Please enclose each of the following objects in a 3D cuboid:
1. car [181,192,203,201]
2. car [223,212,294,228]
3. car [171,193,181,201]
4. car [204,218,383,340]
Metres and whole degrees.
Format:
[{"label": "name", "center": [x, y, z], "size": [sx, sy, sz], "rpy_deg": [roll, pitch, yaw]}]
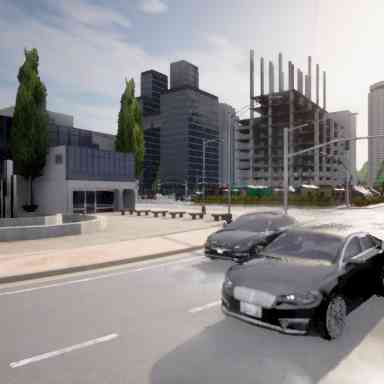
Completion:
[{"label": "car", "center": [-0.055, 1.395, 74.938], "size": [1.970, 1.475, 3.806], "rpy_deg": [0, 0, 37]}, {"label": "car", "center": [2.382, 1.505, 11.685], "size": [1.837, 1.490, 4.892], "rpy_deg": [0, 0, 40]}, {"label": "car", "center": [-2.353, 1.156, 76.699], "size": [1.905, 1.878, 3.866], "rpy_deg": [0, 0, 37]}, {"label": "car", "center": [2.575, 1.491, 6.737], "size": [2.128, 1.511, 4.902], "rpy_deg": [0, 0, 44]}]
